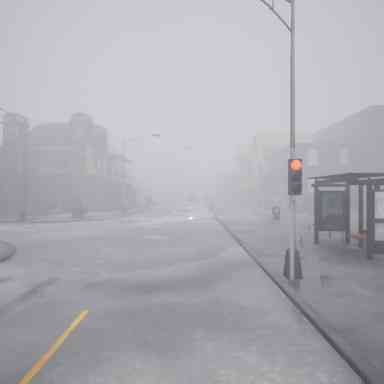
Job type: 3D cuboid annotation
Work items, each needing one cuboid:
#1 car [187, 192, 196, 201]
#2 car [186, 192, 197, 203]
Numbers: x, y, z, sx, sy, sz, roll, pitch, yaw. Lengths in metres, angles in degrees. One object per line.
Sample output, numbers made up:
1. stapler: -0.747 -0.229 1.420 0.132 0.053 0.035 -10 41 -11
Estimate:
1. car: -0.076 1.057 77.277 2.150 2.045 5.566 0 0 0
2. car: -0.066 1.352 67.214 2.097 1.767 4.553 0 0 0
